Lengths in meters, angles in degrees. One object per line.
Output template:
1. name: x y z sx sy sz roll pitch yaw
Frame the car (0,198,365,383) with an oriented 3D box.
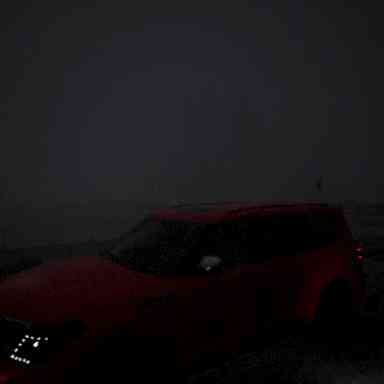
1. car: 0.231 1.202 4.753 5.566 2.045 2.150 -1 0 -35

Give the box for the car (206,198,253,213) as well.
1. car: 4.029 1.389 36.628 2.033 1.411 5.357 0 0 -35
